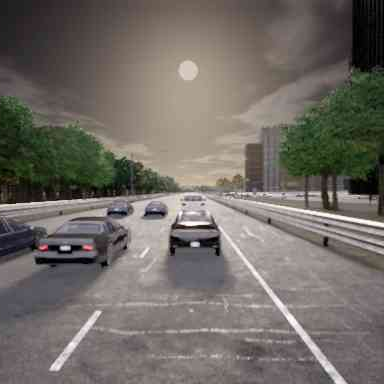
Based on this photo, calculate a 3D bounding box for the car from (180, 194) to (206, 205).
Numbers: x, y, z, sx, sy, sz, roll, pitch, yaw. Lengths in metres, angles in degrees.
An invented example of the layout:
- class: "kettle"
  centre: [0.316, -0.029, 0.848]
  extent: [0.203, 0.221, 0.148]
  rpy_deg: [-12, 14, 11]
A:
- class: "car"
  centre: [0.105, 1.215, 30.659]
  extent: [2.150, 2.045, 5.566]
  rpy_deg: [0, 0, 0]

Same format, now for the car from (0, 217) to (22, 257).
- class: "car"
  centre: [-6.897, 1.548, 11.375]
  extent: [2.033, 1.411, 5.357]
  rpy_deg: [0, 0, 0]

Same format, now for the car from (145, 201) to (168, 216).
- class: "car"
  centre: [-3.395, 1.558, 32.298]
  extent: [1.994, 1.385, 4.181]
  rpy_deg: [0, 0, 0]

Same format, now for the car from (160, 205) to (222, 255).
- class: "car"
  centre: [0.103, 1.491, 13.263]
  extent: [2.128, 1.511, 4.902]
  rpy_deg: [0, 0, 0]

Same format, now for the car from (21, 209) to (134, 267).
- class: "car"
  centre: [-3.396, 1.547, 11.391]
  extent: [2.033, 1.411, 5.357]
  rpy_deg: [0, 0, 0]

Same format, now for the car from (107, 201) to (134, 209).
- class: "car"
  centre: [-6.894, 1.558, 32.394]
  extent: [1.994, 1.385, 4.181]
  rpy_deg: [0, 0, 0]
